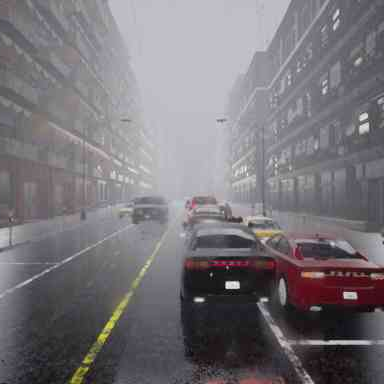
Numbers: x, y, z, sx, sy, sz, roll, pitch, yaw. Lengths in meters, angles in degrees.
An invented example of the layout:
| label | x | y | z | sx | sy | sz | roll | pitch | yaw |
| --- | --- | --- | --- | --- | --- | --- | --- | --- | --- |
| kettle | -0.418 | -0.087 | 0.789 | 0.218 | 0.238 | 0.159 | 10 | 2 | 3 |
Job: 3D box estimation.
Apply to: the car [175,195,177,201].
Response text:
| label | x | y | z | sx | sy | sz | roll | pitch | yaw |
| --- | --- | --- | --- | --- | --- | --- | --- | --- | --- |
| car | -5.363 | 1.767 | 79.591 | 1.947 | 1.339 | 4.313 | 1 | 0 | 0 |

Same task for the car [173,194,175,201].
| label | x | y | z | sx | sy | sz | roll | pitch | yaw |
| --- | --- | --- | --- | --- | --- | --- | --- | --- | --- |
| car | -5.347 | 1.470 | 68.529 | 2.192 | 1.841 | 5.009 | 1 | 0 | 0 |

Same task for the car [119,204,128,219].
| label | x | y | z | sx | sy | sz | roll | pitch | yaw |
| --- | --- | --- | --- | --- | --- | --- | --- | --- | --- |
| car | -5.320 | 1.565 | 29.646 | 1.752 | 1.417 | 4.829 | 2 | 0 | 0 |

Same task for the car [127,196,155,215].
| label | x | y | z | sx | sy | sz | roll | pitch | yaw |
| --- | --- | --- | --- | --- | --- | --- | --- | --- | --- |
| car | -5.319 | 1.366 | 35.348 | 2.192 | 1.841 | 5.009 | 2 | 0 | 0 |

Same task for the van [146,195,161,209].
| label | x | y | z | sx | sy | sz | roll | pitch | yaw |
| --- | --- | --- | --- | --- | --- | --- | --- | --- | --- |
| van | -5.329 | 1.419 | 46.406 | 1.690 | 1.788 | 3.998 | 2 | 0 | 0 |

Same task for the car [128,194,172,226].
| label | x | y | z | sx | sy | sz | roll | pitch | yaw |
| --- | --- | --- | --- | --- | --- | --- | --- | --- | --- |
| car | -2.870 | 1.250 | 24.172 | 2.150 | 2.045 | 5.566 | 0 | 0 | 0 |

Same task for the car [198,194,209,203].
| label | x | y | z | sx | sy | sz | roll | pitch | yaw |
| --- | --- | --- | --- | --- | --- | --- | --- | --- | --- |
| car | 2.494 | 1.491 | 74.007 | 2.192 | 1.841 | 5.009 | 1 | 0 | 0 |

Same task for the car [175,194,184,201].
| label | x | y | z | sx | sy | sz | roll | pitch | yaw |
| --- | --- | --- | --- | --- | --- | --- | --- | --- | --- |
| car | -2.823 | 1.764 | 87.473 | 1.812 | 1.442 | 4.674 | 0 | 0 | 0 |

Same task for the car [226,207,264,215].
| label | x | y | z | sx | sy | sz | roll | pitch | yaw |
| --- | --- | --- | --- | --- | --- | --- | --- | --- | --- |
| car | 2.573 | 1.537 | 13.339 | 1.752 | 1.417 | 4.829 | 1 | 0 | 0 |

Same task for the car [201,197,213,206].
| label | x | y | z | sx | sy | sz | roll | pitch | yaw |
| --- | --- | --- | --- | --- | --- | --- | --- | --- | --- |
| car | 2.537 | 1.658 | 57.413 | 1.887 | 1.381 | 4.507 | 1 | 0 | 0 |

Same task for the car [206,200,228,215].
| label | x | y | z | sx | sy | sz | roll | pitch | yaw |
| --- | --- | --- | --- | --- | --- | --- | --- | --- | --- |
| car | 2.554 | 1.601 | 35.291 | 2.008 | 1.369 | 4.403 | 1 | 0 | 0 |

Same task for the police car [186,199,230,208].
| label | x | y | z | sx | sy | sz | roll | pitch | yaw |
| --- | --- | --- | --- | --- | --- | --- | --- | --- | --- |
| police car | 0.809 | 1.444 | 18.415 | 1.930 | 1.638 | 5.238 | 0 | 0 | 0 |

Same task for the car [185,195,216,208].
| label | x | y | z | sx | sy | sz | roll | pitch | yaw |
| --- | --- | --- | --- | --- | --- | --- | --- | --- | --- |
| car | 0.804 | 1.254 | 24.340 | 2.150 | 2.045 | 5.566 | 0 | 0 | 0 |

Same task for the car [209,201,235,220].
| label | x | y | z | sx | sy | sz | roll | pitch | yaw |
| --- | --- | --- | --- | --- | --- | --- | --- | --- | --- |
| car | 2.559 | 1.584 | 29.759 | 1.887 | 1.381 | 4.507 | 1 | 0 | 0 |

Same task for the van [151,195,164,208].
| label | x | y | z | sx | sy | sz | roll | pitch | yaw |
| --- | --- | --- | --- | --- | --- | --- | --- | --- | --- |
| van | -5.335 | 1.436 | 51.938 | 1.690 | 1.788 | 3.998 | 1 | 0 | 0 |

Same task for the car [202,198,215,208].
| label | x | y | z | sx | sy | sz | roll | pitch | yaw |
| --- | --- | --- | --- | --- | --- | --- | --- | --- | --- |
| car | 2.541 | 1.639 | 51.883 | 1.887 | 1.381 | 4.507 | 1 | 0 | 0 |

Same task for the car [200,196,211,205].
| label | x | y | z | sx | sy | sz | roll | pitch | yaw |
| --- | --- | --- | --- | --- | --- | --- | --- | --- | --- |
| car | 2.542 | 1.573 | 62.945 | 1.967 | 1.590 | 4.097 | 1 | 0 | 0 |

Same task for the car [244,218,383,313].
| label | x | y | z | sx | sy | sz | roll | pitch | yaw |
| --- | --- | --- | --- | --- | --- | --- | --- | --- | --- |
| car | 2.577 | 1.550 | 7.637 | 1.887 | 1.381 | 4.507 | 1 | 0 | 0 |

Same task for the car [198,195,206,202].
| label | x | y | z | sx | sy | sz | roll | pitch | yaw |
| --- | --- | --- | --- | --- | --- | --- | --- | --- | --- |
| car | 2.481 | 1.667 | 85.070 | 1.967 | 1.590 | 4.097 | 1 | 0 | 0 |

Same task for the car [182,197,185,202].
| label | x | y | z | sx | sy | sz | roll | pitch | yaw |
| --- | --- | --- | --- | --- | --- | --- | --- | --- | --- |
| car | -0.022 | 1.677 | 45.914 | 1.895 | 1.301 | 4.718 | 0 | 0 | 0 |

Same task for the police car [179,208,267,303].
| label | x | y | z | sx | sy | sz | roll | pitch | yaw |
| --- | --- | --- | --- | --- | --- | --- | --- | --- | --- |
| police car | 0.701 | 1.432 | 8.410 | 1.930 | 1.638 | 5.238 | 0 | 0 | 0 |

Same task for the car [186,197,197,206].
| label | x | y | z | sx | sy | sz | roll | pitch | yaw |
| --- | --- | --- | --- | --- | --- | --- | --- | --- | --- |
| car | -0.049 | 1.645 | 59.027 | 1.812 | 1.442 | 4.674 | 0 | 0 | 0 |
